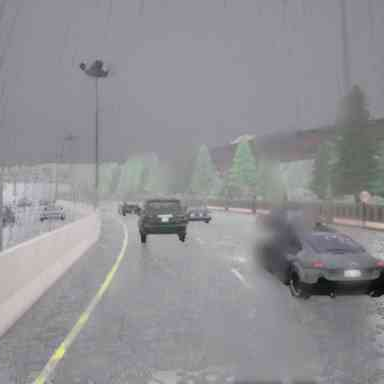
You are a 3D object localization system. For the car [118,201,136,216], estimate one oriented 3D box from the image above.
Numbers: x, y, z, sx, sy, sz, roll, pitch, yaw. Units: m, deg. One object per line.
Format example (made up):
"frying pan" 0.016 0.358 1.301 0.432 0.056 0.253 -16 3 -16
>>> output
"car" -6.654 1.738 35.206 1.837 1.490 4.892 0 0 -20

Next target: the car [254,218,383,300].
"car" 2.999 1.592 8.581 1.994 1.385 4.181 0 0 -5

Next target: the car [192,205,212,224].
"car" -0.003 1.689 26.057 2.033 1.411 5.357 0 0 -15

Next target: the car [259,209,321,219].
"car" 5.297 1.614 18.246 2.033 1.411 5.357 0 0 -10

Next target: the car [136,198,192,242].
"car" -1.656 1.326 17.316 2.150 2.045 5.566 0 0 -10
